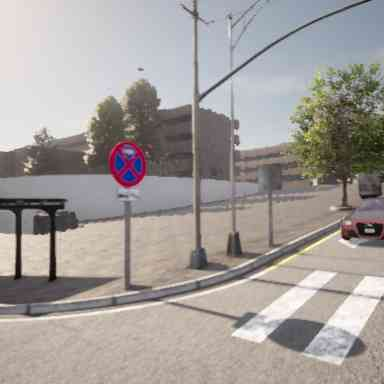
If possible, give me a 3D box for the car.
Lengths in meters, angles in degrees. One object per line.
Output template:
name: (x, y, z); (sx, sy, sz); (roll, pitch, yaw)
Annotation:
car: (6.938, 0.899, 12.052); (1.994, 1.385, 4.181); (-2, 2, 41)
